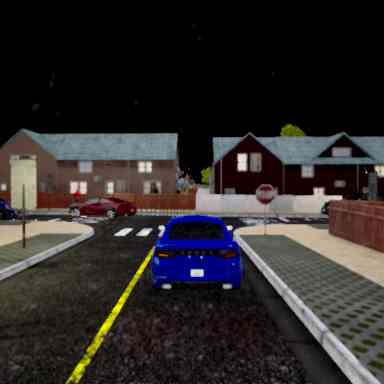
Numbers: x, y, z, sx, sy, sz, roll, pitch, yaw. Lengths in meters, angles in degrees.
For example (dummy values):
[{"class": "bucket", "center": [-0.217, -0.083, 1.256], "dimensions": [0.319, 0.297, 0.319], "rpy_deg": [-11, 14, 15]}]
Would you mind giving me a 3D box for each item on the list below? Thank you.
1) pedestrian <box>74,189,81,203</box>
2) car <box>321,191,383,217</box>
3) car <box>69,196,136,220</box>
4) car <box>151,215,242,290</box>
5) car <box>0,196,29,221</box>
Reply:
[{"class": "pedestrian", "center": [-9.365, 0.634, 27.103], "dimensions": [0.375, 1.860, 0.375], "rpy_deg": [0, 0, 1]}, {"class": "car", "center": [12.174, 0.982, 23.700], "dimensions": [5.566, 2.045, 2.150], "rpy_deg": [0, 1, 1]}, {"class": "car", "center": [-6.362, 1.060, 23.555], "dimensions": [5.008, 1.535, 1.882], "rpy_deg": [1, 0, 22]}, {"class": "car", "center": [0.097, 1.341, 8.731], "dimensions": [1.882, 1.535, 5.008], "rpy_deg": [0, 1, 0]}, {"class": "car", "center": [-12.953, 0.909, 21.247], "dimensions": [4.553, 1.767, 2.097], "rpy_deg": [1, 1, 3]}]
